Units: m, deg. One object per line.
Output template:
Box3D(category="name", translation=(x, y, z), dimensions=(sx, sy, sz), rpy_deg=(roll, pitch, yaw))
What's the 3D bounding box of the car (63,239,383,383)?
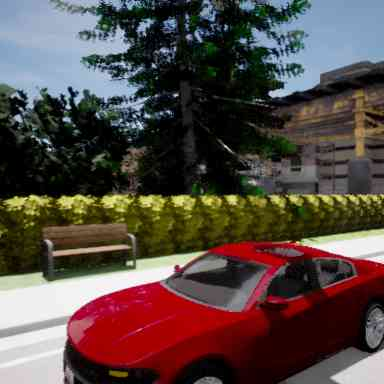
Box3D(category="car", translation=(0.875, 1.490, 4.612), dimensions=(5.008, 1.535, 1.882), rpy_deg=(0, 0, -35))
